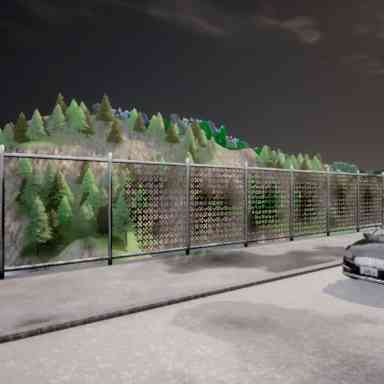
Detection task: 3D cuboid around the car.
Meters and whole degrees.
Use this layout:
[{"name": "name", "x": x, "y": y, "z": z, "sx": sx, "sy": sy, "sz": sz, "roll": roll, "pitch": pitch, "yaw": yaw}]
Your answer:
[{"name": "car", "x": 5.924, "y": 1.491, "z": 8.780, "sx": 4.902, "sy": 1.511, "sz": 2.128, "roll": 0, "pitch": 0, "yaw": -35}]
